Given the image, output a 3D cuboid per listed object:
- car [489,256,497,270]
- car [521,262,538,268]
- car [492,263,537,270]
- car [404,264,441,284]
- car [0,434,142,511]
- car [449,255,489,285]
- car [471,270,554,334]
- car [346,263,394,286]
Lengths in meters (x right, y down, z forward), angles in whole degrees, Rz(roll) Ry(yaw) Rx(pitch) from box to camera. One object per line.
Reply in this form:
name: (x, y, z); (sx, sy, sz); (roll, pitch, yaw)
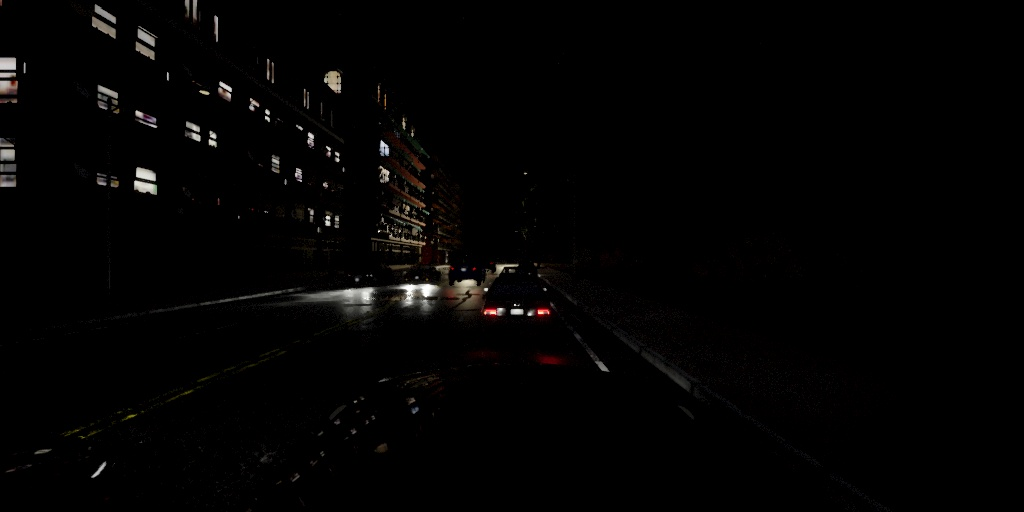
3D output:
car: (-3.114, 0.977, 44.257); (2.150, 2.045, 5.566); (0, 0, 0)
car: (1.164, 1.259, 30.682); (1.837, 1.490, 4.892); (0, 0, 0)
car: (0.116, 1.301, 20.915); (2.033, 1.411, 5.357); (0, 0, 0)
car: (-6.578, 1.317, 26.742); (1.994, 1.385, 4.181); (0, 0, 0)
car: (-3.154, 1.276, 0.169); (1.812, 1.442, 4.674); (0, 0, 0)
car: (-3.128, 0.976, 25.890); (2.150, 2.045, 5.566); (0, 0, 0)
car: (0.110, 1.299, 10.554); (2.033, 1.411, 5.357); (0, 0, 0)
car: (-9.830, 1.245, 25.202); (2.128, 1.511, 4.902); (0, 0, 0)
